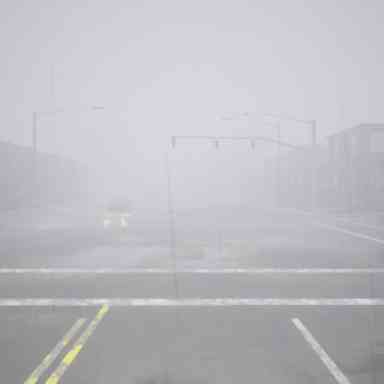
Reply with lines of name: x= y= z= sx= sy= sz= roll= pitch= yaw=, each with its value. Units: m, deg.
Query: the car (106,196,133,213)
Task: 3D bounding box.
car: x=-6.959 y=1.182 z=32.314 sx=1.882 sy=1.535 sz=5.008 roll=0 pitch=2 yaw=0

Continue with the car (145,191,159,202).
car: x=-6.935 y=0.684 z=57.656 sx=2.097 sy=1.767 sz=4.553 roll=0 pitch=0 yaw=0
